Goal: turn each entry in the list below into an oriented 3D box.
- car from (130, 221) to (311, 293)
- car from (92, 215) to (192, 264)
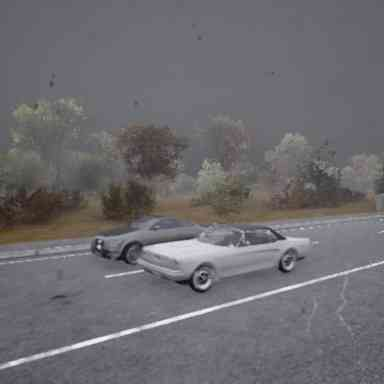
[{"bbox_3d":[1.002,1.551,8.884,4.718,1.301,1.895,-1,0,-36],"label":"car"},{"bbox_3d":[-1.272,1.516,11.562,4.181,1.385,1.994,-1,0,-35],"label":"car"}]
